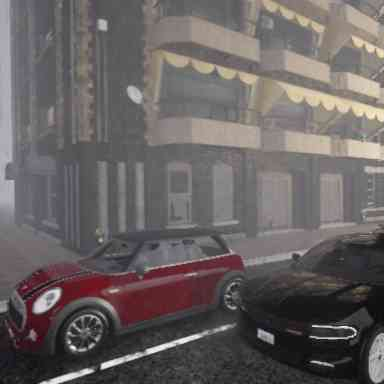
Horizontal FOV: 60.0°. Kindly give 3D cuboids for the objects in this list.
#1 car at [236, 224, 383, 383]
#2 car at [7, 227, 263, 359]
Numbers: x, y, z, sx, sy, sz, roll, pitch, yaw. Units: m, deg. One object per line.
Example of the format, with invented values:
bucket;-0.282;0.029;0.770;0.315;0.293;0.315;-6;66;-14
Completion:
car;2.922;1.462;5.465;5.008;1.535;1.882;0;0;-35
car;-0.958;1.433;5.898;4.097;1.590;1.967;0;-1;-35
